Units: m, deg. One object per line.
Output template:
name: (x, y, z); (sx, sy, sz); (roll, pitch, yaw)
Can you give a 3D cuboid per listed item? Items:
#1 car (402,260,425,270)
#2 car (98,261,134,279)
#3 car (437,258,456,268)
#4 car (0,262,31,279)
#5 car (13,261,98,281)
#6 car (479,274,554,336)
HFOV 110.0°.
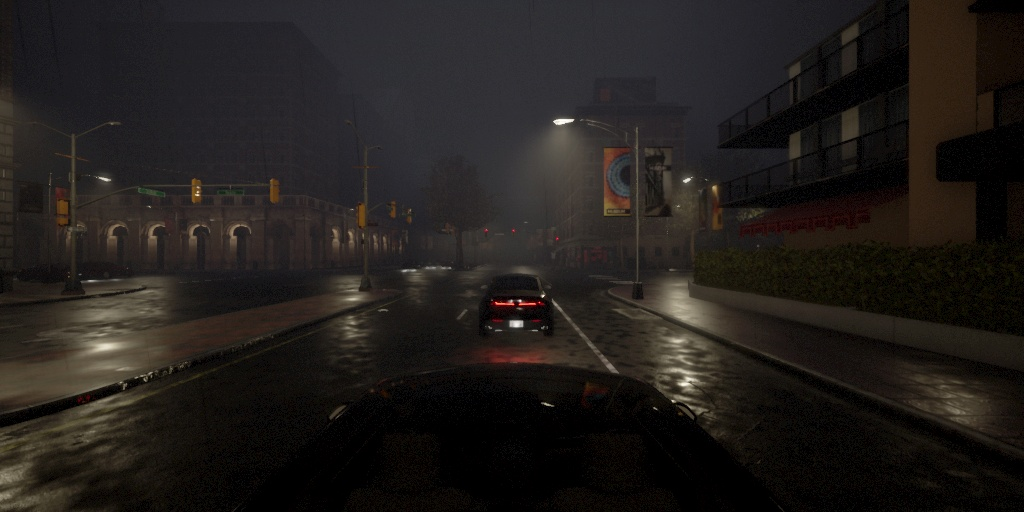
car: (-14.840, 1.314, 53.050); (1.994, 1.385, 4.181); (0, 0, 1)
car: (-37.257, 1.228, 32.445); (5.008, 1.535, 1.882); (0, 0, 0)
car: (-11.263, 1.313, 63.162); (1.994, 1.385, 4.181); (0, 0, 1)
car: (-47.094, 1.276, 32.479); (4.674, 1.442, 1.812); (0, 0, 1)
car: (-36.857, 1.314, 28.945); (4.181, 1.385, 1.994); (0, 0, 0)
car: (0.117, 1.255, 10.360); (1.837, 1.490, 4.892); (0, 0, 0)
